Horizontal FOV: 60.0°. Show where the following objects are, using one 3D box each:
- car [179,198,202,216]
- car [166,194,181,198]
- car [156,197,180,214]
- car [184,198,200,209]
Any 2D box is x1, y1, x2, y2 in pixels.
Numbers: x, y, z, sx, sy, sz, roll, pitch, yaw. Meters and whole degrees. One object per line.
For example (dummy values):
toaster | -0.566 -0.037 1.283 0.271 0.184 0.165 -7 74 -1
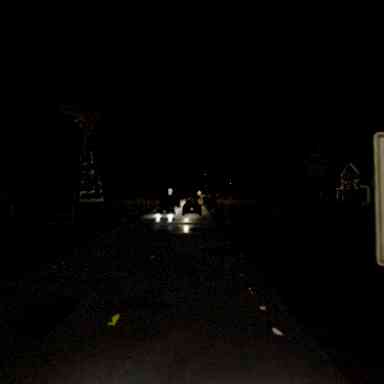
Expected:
car | 0.009 1.558 33.053 1.994 1.385 4.181 0 0 1
car | -2.756 1.301 46.788 2.150 2.045 5.566 0 0 0
car | -2.755 1.540 36.002 2.033 1.411 5.357 0 0 0
car | 0.031 1.548 45.764 1.994 1.385 4.181 0 0 1
